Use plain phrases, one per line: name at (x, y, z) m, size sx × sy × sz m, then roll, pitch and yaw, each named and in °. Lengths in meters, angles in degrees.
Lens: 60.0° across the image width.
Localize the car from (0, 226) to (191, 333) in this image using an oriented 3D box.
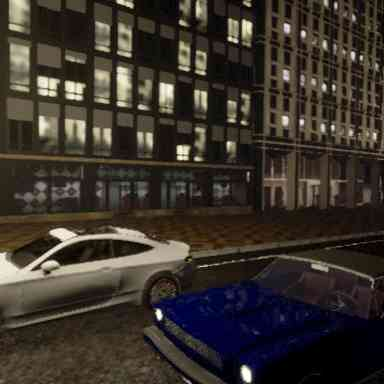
car at (-2.061, 1.356, 5.770) m, size 4.674 × 1.442 × 1.812 m, roll 1°, pitch 1°, yaw -35°

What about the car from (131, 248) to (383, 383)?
car at (1.788, 1.550, 4.479) m, size 4.718 × 1.301 × 1.895 m, roll 1°, pitch 1°, yaw -35°
